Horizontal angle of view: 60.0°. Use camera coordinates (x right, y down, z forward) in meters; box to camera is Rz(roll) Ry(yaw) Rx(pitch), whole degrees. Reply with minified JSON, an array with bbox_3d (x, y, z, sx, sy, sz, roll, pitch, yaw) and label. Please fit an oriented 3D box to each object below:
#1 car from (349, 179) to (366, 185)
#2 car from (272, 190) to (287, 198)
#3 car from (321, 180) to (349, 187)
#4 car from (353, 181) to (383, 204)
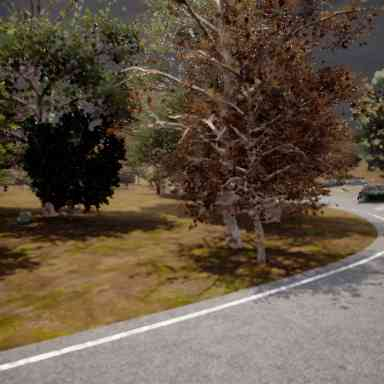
[{"bbox_3d":[32.740,-2.020,67.160,4.718,1.301,1.895,-3,2,0],"label":"car"},{"bbox_3d":[11.344,0.104,44.310,1.837,1.490,4.892,-4,2,-1],"label":"car"},{"bbox_3d":[26.164,-1.530,62.763,5.357,1.411,2.033,-4,3,-19],"label":"car"},{"bbox_3d":[17.838,0.145,30.630,2.097,1.767,4.553,-5,3,-43],"label":"car"}]
